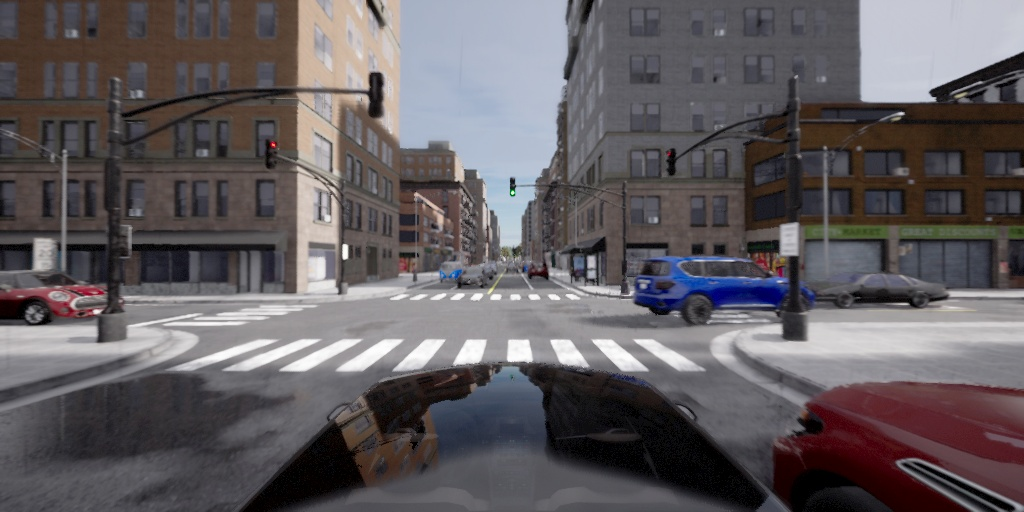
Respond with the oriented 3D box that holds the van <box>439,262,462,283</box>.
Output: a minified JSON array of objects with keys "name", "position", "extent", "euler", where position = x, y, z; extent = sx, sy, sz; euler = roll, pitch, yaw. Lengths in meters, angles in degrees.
[{"name":"van","position":[-5.400,1.432,32.074],"extent":[1.690,1.789,3.998],"euler":[0,0,0]}]

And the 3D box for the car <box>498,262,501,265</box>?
[{"name":"car","position":[-2.832,1.812,47.605],"extent":[2.033,1.411,5.357],"euler":[0,-1,0]}]

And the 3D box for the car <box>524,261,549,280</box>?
[{"name":"car","position":[2.714,1.466,37.480],"extent":[2.192,1.841,5.009],"euler":[0,0,0]}]

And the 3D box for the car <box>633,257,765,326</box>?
[{"name":"car","position":[6.842,1.050,11.822],"extent":[5.566,2.045,2.150],"euler":[0,-2,-9]}]

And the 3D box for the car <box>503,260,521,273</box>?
[{"name":"car","position":[0.013,1.855,56.455],"extent":[2.128,1.511,4.902],"euler":[0,-1,0]}]

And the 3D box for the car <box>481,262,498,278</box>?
[{"name":"car","position":[-2.840,1.637,36.931],"extent":[2.128,1.511,4.902],"euler":[0,-1,0]}]

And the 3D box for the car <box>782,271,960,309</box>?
[{"name":"car","position":[14.759,1.376,14.990],"extent":[5.357,1.411,2.033],"euler":[0,-1,0]}]

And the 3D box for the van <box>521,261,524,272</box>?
[{"name":"van","position":[2.702,1.673,53.697],"extent":[1.690,1.789,3.998],"euler":[0,0,0]}]

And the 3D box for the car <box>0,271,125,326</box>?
[{"name":"car","position":[-16.020,1.282,12.002],"extent":[4.553,1.767,2.097],"euler":[0,-1,0]}]

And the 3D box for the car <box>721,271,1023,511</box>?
[{"name":"car","position":[2.638,1.047,0.111],"extent":[2.192,1.841,5.009],"euler":[0,0,0]}]

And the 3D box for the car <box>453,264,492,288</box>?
[{"name":"car","position":[-2.831,1.534,26.505],"extent":[1.837,1.490,4.892],"euler":[0,-1,1]}]
